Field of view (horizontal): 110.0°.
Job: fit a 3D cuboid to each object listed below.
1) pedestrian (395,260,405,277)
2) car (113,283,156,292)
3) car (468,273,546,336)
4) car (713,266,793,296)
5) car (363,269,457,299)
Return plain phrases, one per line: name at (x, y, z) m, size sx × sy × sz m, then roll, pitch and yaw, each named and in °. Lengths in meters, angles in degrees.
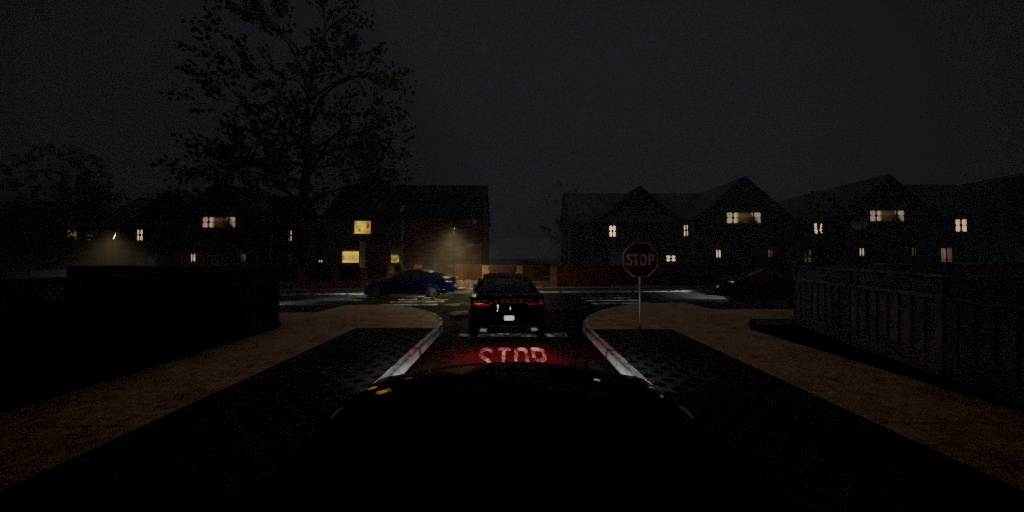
pedestrian at (-6.680, 1.115, 21.374) m, size 0.375 × 1.860 × 0.375 m, roll 0°, pitch -1°, yaw 1°
car at (-14.274, 1.450, 15.614) m, size 5.357 × 1.411 × 2.033 m, roll -1°, pitch -1°, yaw 1°
car at (-0.247, 1.227, 10.477) m, size 1.882 × 1.535 × 5.008 m, roll 0°, pitch 0°, yaw -4°
car at (12.765, 1.249, 18.166) m, size 4.674 × 1.442 × 1.812 m, roll 0°, pitch -1°, yaw 1°
car at (-5.165, 1.410, 18.432) m, size 4.674 × 1.442 × 1.812 m, roll -1°, pitch -1°, yaw 1°
